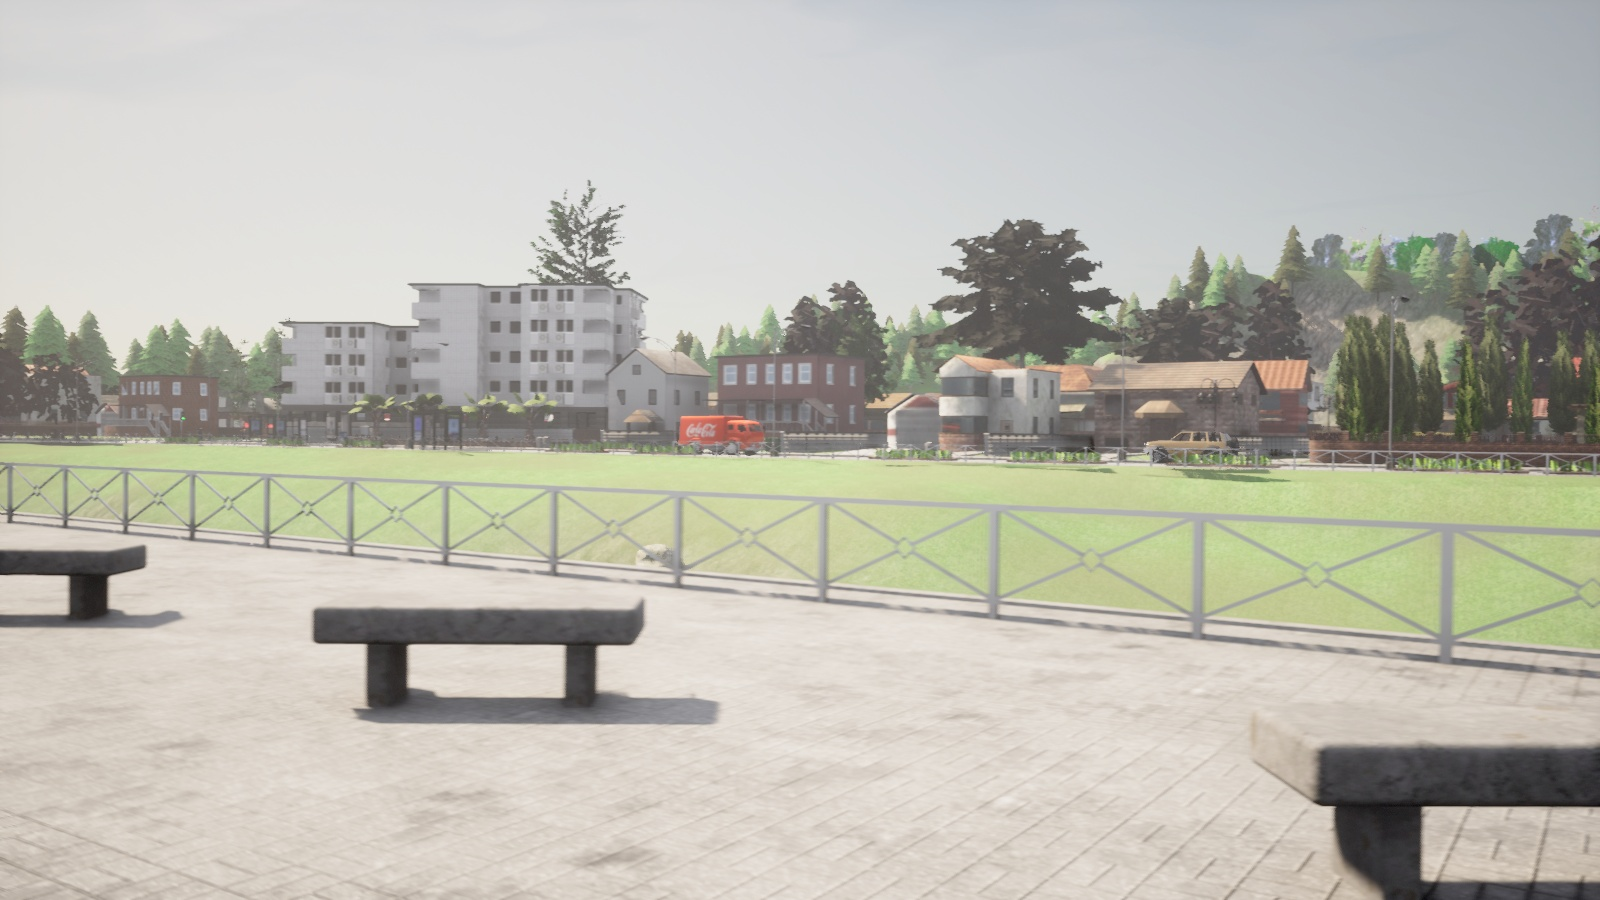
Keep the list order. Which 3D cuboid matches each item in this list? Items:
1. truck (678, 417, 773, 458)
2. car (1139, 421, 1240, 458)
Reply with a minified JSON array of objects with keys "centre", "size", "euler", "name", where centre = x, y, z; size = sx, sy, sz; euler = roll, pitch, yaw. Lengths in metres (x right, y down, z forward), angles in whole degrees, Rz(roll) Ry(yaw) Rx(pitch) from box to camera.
[{"centre":[-4.533,-0.758,76.482],"size":[5.204,2.467,2.627],"euler":[0,1,34],"name":"truck"},{"centre":[20.114,-0.520,64.908],"size":[4.605,1.855,1.932],"euler":[0,1,34],"name":"car"}]
